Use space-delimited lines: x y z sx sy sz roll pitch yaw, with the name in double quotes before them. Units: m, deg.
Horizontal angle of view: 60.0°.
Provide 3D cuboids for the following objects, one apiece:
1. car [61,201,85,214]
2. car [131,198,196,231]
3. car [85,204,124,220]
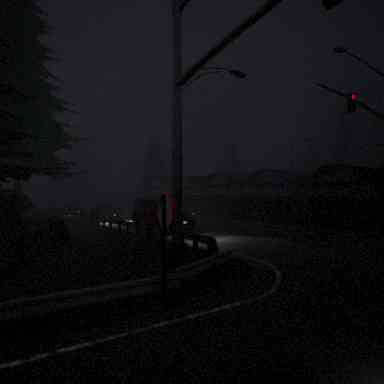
"car" -13.653 1.737 38.218 2.033 1.411 5.357 0 0 -33
"car" -1.995 1.413 21.567 2.150 2.045 5.566 0 0 -35
"car" -7.651 1.755 29.695 1.994 1.385 4.181 0 0 -35
